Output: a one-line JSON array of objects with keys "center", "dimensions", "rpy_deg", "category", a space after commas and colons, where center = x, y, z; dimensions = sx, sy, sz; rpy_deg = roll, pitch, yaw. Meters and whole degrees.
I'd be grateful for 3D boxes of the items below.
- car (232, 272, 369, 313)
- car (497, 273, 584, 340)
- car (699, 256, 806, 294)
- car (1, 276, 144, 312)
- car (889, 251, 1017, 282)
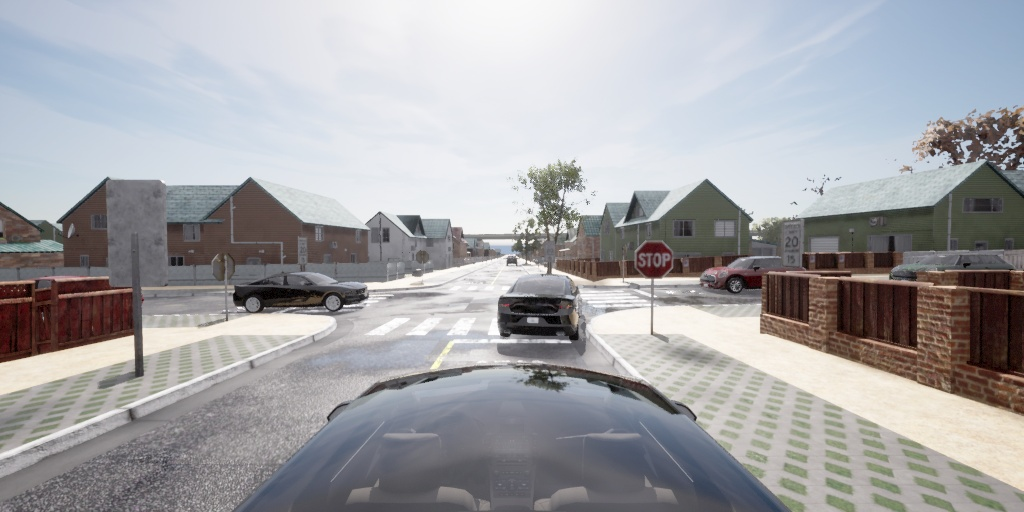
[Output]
[{"center": [-8.469, 1.377, 14.611], "dimensions": [5.008, 1.535, 1.882], "rpy_deg": [-1, 2, 0], "category": "car"}, {"center": [0.957, 1.225, 10.085], "dimensions": [1.882, 1.535, 5.008], "rpy_deg": [0, 0, 12], "category": "car"}, {"center": [11.805, 0.820, 17.695], "dimensions": [4.553, 1.767, 2.097], "rpy_deg": [-1, 2, 0], "category": "car"}, {"center": [-18.022, 1.547, 14.547], "dimensions": [5.008, 1.535, 1.882], "rpy_deg": [-1, 2, 0], "category": "car"}, {"center": [21.700, 0.646, 17.767], "dimensions": [4.553, 1.767, 2.097], "rpy_deg": [-1, 2, 0], "category": "car"}]
